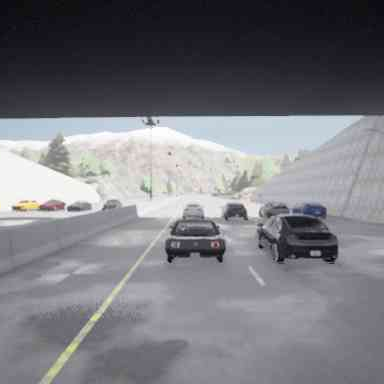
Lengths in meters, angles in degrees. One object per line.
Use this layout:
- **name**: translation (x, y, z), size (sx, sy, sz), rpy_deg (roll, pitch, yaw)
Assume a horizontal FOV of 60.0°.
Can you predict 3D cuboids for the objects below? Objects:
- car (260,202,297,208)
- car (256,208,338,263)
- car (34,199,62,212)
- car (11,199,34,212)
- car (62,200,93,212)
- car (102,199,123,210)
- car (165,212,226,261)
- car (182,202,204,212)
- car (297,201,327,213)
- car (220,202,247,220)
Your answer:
- **car**: translation (7.126, 1.613, 28.983), size (2.128, 1.511, 4.902), rpy_deg (0, 0, 0)
- **car**: translation (3.605, 1.556, 12.120), size (1.837, 1.490, 4.892), rpy_deg (0, 0, 0)
- **car**: translation (-17.543, 1.656, 42.119), size (1.882, 1.535, 5.008), rpy_deg (0, 0, 0)
- **car**: translation (-21.042, 1.658, 42.432), size (1.882, 1.535, 5.008), rpy_deg (0, 0, 0)
- **car**: translation (-14.049, 1.725, 41.969), size (2.033, 1.411, 5.357), rpy_deg (0, 0, 0)
- **car**: translation (-10.538, 1.691, 44.353), size (1.837, 1.490, 4.892), rpy_deg (0, 0, 0)
- **car**: translation (0.105, 1.653, 12.383), size (1.895, 1.301, 4.718), rpy_deg (0, 0, 0)
- **car**: translation (0.114, 1.652, 30.015), size (1.812, 1.442, 4.674), rpy_deg (0, 0, 0)
- **car**: translation (10.628, 1.605, 30.565), size (1.882, 1.535, 5.008), rpy_deg (0, 0, 0)
- **car**: translation (3.626, 1.627, 29.047), size (1.837, 1.490, 4.892), rpy_deg (0, 0, 0)
